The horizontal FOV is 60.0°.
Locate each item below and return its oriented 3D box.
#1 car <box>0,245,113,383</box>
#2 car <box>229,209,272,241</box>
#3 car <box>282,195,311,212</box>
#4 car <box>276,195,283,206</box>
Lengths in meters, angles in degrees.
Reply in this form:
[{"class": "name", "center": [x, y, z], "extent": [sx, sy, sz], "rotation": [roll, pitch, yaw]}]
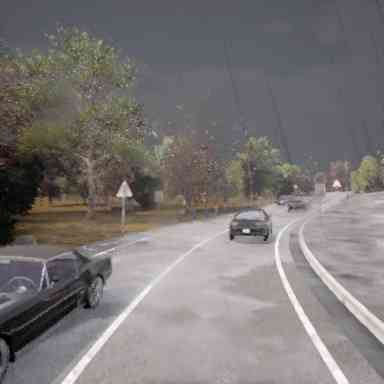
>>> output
[{"class": "car", "center": [-2.899, 1.618, 5.236], "extent": [1.895, 1.301, 4.718], "rotation": [0, 0, 6]}, {"class": "car", "center": [3.054, 1.567, 16.986], "extent": [1.812, 1.442, 4.674], "rotation": [-1, 0, 16]}, {"class": "car", "center": [11.704, 1.268, 36.258], "extent": [2.128, 1.511, 4.902], "rotation": [-2, 1, 28]}, {"class": "car", "center": [13.072, 1.134, 46.161], "extent": [2.128, 1.511, 4.902], "rotation": [-2, 0, 28]}]
